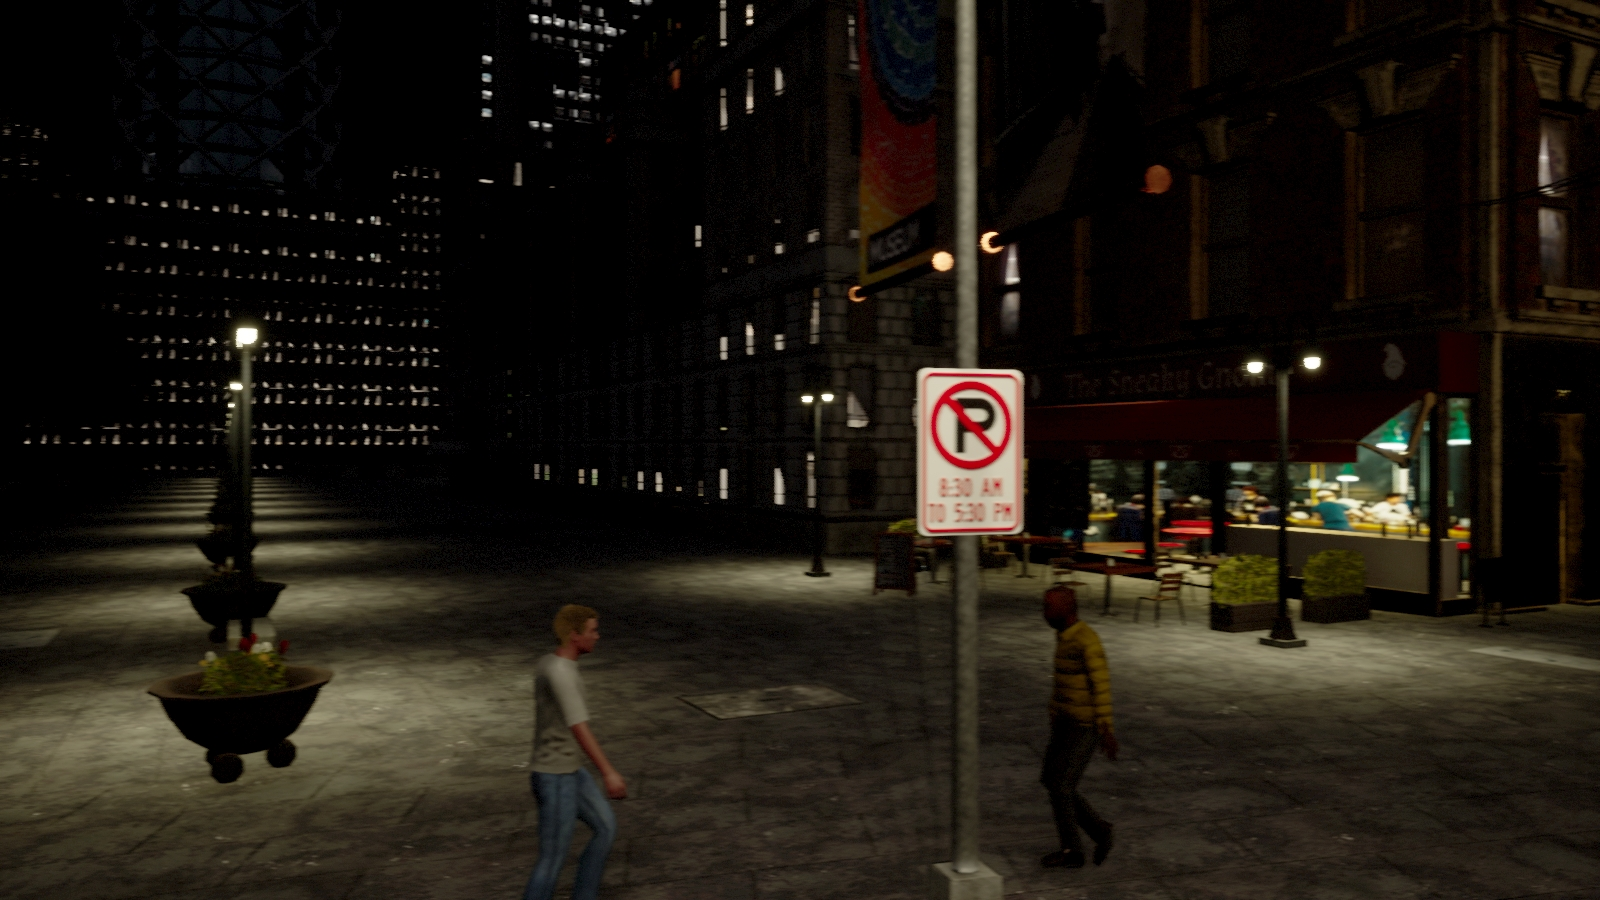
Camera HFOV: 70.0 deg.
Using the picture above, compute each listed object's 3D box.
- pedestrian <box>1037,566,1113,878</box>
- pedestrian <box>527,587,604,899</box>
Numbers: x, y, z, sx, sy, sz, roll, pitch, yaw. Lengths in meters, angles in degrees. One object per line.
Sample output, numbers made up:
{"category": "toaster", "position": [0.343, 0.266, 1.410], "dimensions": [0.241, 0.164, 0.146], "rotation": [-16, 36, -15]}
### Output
{"category": "pedestrian", "position": [1.715, 1.676, 7.150], "dimensions": [0.375, 1.860, 0.375], "rotation": [0, 0, -1]}
{"category": "pedestrian", "position": [-1.234, 1.679, 5.999], "dimensions": [0.375, 1.860, 0.375], "rotation": [0, 0, -15]}
